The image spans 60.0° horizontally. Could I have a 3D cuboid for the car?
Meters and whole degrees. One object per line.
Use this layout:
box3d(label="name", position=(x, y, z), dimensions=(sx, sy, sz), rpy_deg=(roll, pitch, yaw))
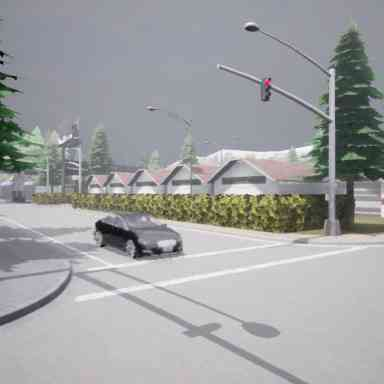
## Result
box3d(label="car", position=(-2.238, 1.562, 12.846), dimensions=(2.128, 1.511, 4.902), rpy_deg=(0, 1, -37))
